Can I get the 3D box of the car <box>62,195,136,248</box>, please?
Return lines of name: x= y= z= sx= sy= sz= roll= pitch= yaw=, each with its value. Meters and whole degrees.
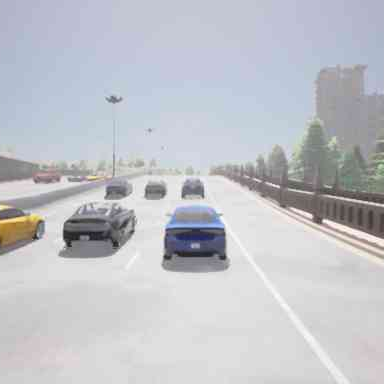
car: x=-3.403 y=1.120 z=12.963 sx=2.128 sy=1.511 sz=4.902 roll=0 pitch=3 yaw=0

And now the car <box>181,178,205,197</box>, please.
car: x=0.097 y=-0.569 z=31.580 sx=2.097 sy=1.767 sz=4.553 roll=0 pitch=5 yaw=0

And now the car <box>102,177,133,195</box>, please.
car: x=-6.904 y=-0.429 z=31.737 sx=1.837 sy=1.490 sz=4.892 roll=0 pitch=6 yaw=0

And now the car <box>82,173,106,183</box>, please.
car: x=-14.076 y=-2.112 z=49.025 sx=1.882 sy=1.535 sz=5.008 roll=0 pitch=6 yaw=0

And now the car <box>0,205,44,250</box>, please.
car: x=-6.903 y=1.181 z=11.490 sx=1.882 sy=1.535 sz=5.008 roll=0 pitch=3 yaw=0

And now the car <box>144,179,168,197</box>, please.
car: x=-3.404 y=-0.460 z=31.911 sx=2.128 sy=1.511 sz=4.902 roll=0 pitch=6 yaw=0

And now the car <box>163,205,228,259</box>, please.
car: x=0.097 y=1.181 z=11.453 sx=1.882 sy=1.535 sz=5.008 roll=0 pitch=3 yaw=0

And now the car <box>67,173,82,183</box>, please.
car: x=-17.562 y=-2.195 z=51.189 sx=1.895 sy=1.301 sz=4.718 roll=0 pitch=5 yaw=1

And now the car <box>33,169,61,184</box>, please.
car: x=-21.070 y=-2.330 z=48.581 sx=2.150 sy=2.045 sz=5.566 roll=0 pitch=6 yaw=0
